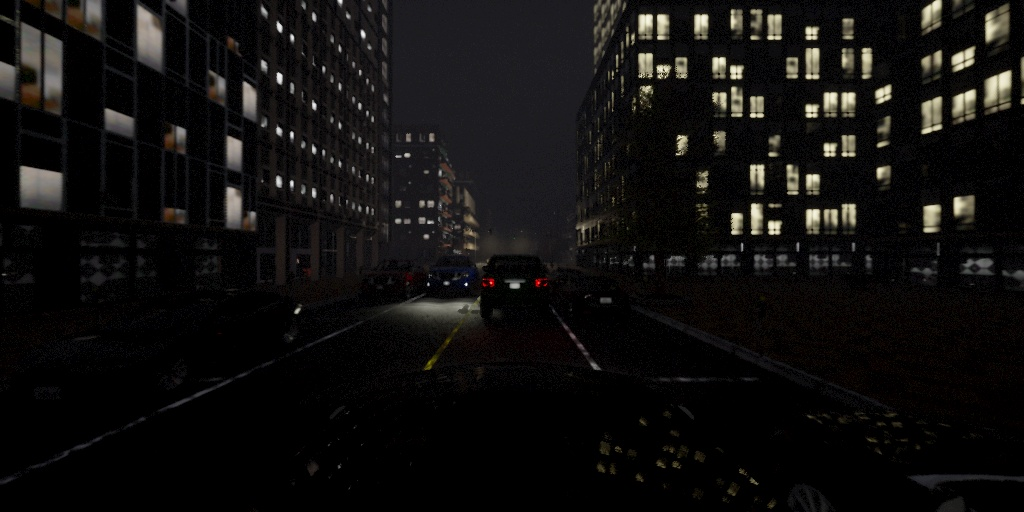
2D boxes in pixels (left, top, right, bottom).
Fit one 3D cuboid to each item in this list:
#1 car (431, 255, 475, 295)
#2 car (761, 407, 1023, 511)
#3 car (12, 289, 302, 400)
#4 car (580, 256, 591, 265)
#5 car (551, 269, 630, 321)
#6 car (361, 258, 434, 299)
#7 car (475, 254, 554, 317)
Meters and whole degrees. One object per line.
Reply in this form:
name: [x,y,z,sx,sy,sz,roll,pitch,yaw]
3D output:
car: [-3.103,0.937,19.720,2.150,2.045,5.566,0,0,0]
car: [2.659,1.303,0.856,2.007,1.370,4.403,0,0,0]
car: [-5.690,1.305,6.570,1.948,1.339,4.313,0,0,0]
car: [14.914,0.999,61.564,5.009,1.841,2.192,0,0,0]
car: [2.657,1.293,12.233,1.948,1.339,4.313,0,0,0]
car: [-5.691,1.030,17.948,2.192,1.841,5.009,0,0,0]
car: [0.092,0.947,13.104,2.150,2.045,5.566,0,0,0]
